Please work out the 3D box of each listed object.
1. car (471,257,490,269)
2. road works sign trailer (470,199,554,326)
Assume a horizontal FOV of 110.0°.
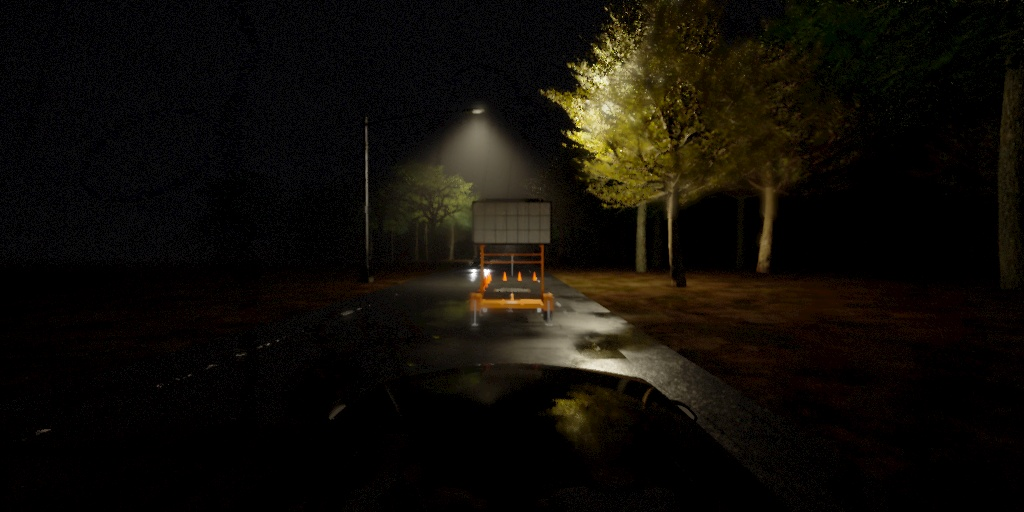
[{"bbox_3d":[-3.589,0.768,41.471,1.895,1.301,4.718,0,1,0],"label":"car"},{"bbox_3d":[0.009,0.064,11.005,2.380,3.560,2.880,0,0,0],"label":"road works sign trailer"}]
